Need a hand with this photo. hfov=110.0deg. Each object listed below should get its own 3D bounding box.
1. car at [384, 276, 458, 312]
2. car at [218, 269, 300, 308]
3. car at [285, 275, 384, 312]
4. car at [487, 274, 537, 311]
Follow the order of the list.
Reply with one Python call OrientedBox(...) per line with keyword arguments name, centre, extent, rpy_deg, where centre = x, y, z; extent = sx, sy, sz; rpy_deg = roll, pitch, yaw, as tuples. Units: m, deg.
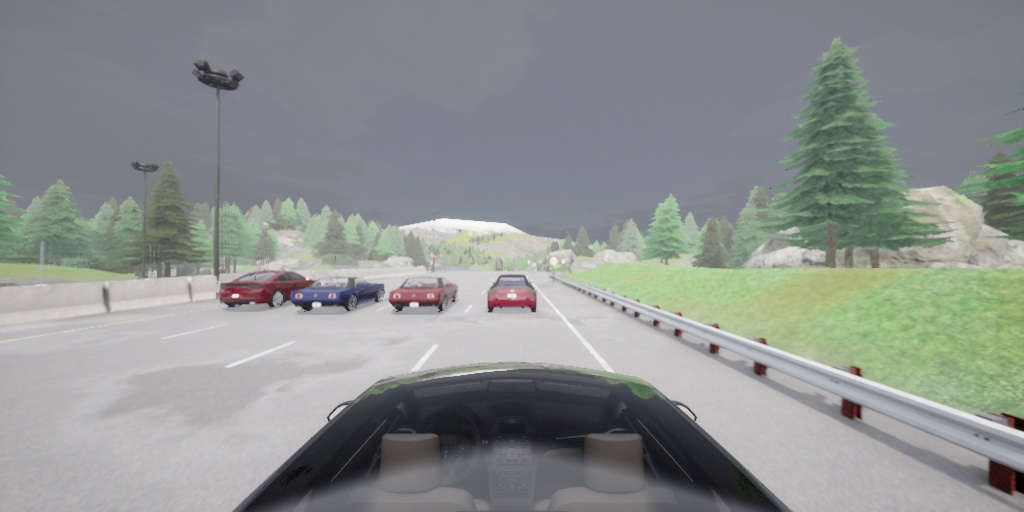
OrientedBox(name="car", centre=(-3.489, 1.494, 15.082), extent=(1.895, 1.301, 4.718), rpy_deg=(0, -1, 0))
OrientedBox(name="car", centre=(-10.478, 1.378, 16.080), extent=(1.882, 1.535, 5.008), rpy_deg=(0, 0, 0))
OrientedBox(name="car", centre=(-6.988, 1.494, 15.082), extent=(1.895, 1.301, 4.718), rpy_deg=(0, -1, 0))
OrientedBox(name="car", centre=(0.013, 1.460, 15.253), extent=(1.994, 1.385, 4.181), rpy_deg=(0, -1, 0))
